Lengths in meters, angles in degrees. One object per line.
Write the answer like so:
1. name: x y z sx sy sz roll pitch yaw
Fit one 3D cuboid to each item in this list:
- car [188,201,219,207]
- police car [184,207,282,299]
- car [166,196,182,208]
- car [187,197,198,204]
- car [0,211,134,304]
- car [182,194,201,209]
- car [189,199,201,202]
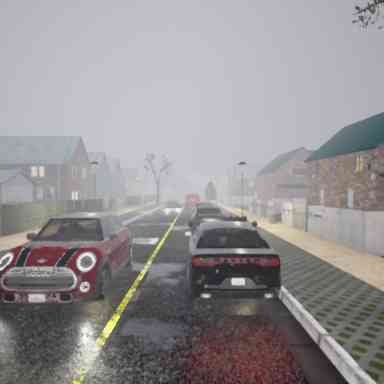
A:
1. car: 0.859 1.497 18.489 1.837 1.490 4.892 0 0 0
2. police car: 0.840 1.418 8.597 1.930 1.638 5.238 0 0 0
3. car: -2.755 1.628 48.694 1.895 1.301 4.718 0 0 0
4. car: 0.121 1.626 66.029 2.033 1.411 5.357 0 0 0
5. car: -2.834 1.344 8.317 2.097 1.767 4.553 0 0 0
6. car: 0.120 1.245 46.803 2.150 2.045 5.566 0 0 1
7. car: 0.869 1.500 24.490 1.837 1.490 4.892 0 0 0
